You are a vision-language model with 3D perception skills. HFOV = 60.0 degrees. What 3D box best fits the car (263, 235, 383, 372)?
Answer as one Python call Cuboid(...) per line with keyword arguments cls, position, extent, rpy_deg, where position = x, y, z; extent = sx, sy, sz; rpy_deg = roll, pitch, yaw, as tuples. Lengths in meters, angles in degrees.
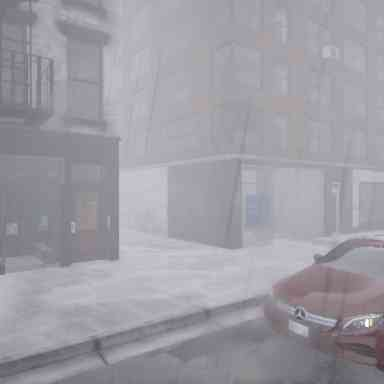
Cuboid(cls="car", position=(3.282, 1.525, 5.705), extent=(4.674, 1.442, 1.812), rpy_deg=(0, 0, -36))
